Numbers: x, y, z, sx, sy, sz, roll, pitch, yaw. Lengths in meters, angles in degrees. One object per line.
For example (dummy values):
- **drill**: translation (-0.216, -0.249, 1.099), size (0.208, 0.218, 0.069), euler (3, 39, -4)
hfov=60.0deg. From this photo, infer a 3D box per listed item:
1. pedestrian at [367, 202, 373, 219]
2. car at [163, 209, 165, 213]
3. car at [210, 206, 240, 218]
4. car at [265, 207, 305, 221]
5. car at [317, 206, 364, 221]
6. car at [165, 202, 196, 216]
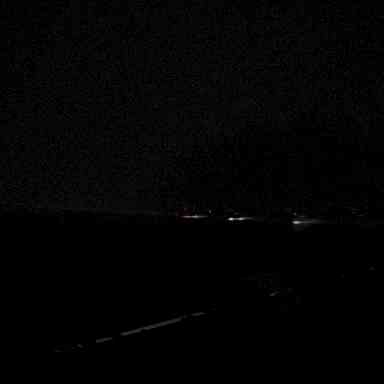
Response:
- **pedestrian**: translation (18.889, 1.942, 35.288), size (0.375, 1.860, 0.375), euler (-2, 1, -33)
- **car**: translation (-3.734, 3.371, 62.688), size (1.895, 1.301, 4.718), euler (1, -2, -33)
- **car**: translation (4.245, 2.601, 43.768), size (1.837, 1.490, 4.892), euler (1, -2, -33)
- **car**: translation (9.771, 2.279, 35.335), size (1.812, 1.442, 4.674), euler (1, -2, -33)
- **car**: translation (15.058, 2.175, 34.014), size (1.812, 1.442, 4.674), euler (1, -2, -33)
- **car**: translation (-1.618, 2.665, 52.745), size (2.150, 2.045, 5.566), euler (1, -2, -33)
